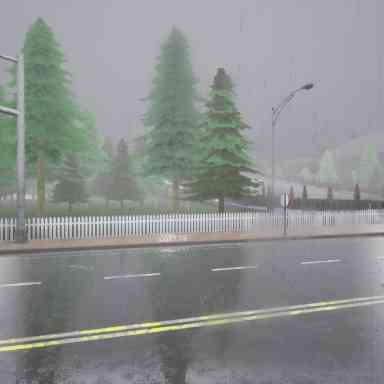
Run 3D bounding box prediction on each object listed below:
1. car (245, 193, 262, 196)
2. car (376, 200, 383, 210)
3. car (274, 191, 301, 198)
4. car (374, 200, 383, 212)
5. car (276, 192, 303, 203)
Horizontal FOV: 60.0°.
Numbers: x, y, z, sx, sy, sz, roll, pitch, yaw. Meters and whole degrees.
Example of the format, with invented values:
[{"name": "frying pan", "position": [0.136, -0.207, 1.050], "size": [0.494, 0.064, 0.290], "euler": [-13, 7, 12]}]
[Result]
[{"name": "car", "position": [10.750, 0.222, 60.328], "size": [2.033, 1.411, 5.357], "euler": [0, 6, -18]}, {"name": "car", "position": [20.231, 1.502, 32.705], "size": [1.837, 1.490, 4.892], "euler": [0, 0, -18]}, {"name": "car", "position": [13.986, 0.877, 50.757], "size": [2.097, 1.767, 4.553], "euler": [0, 4, -19]}, {"name": "car", "position": [22.657, 1.592, 36.385], "size": [1.895, 1.301, 4.718], "euler": [0, 0, -19]}, {"name": "car", "position": [16.093, 0.863, 55.413], "size": [1.895, 1.301, 4.718], "euler": [0, 4, -19]}]
